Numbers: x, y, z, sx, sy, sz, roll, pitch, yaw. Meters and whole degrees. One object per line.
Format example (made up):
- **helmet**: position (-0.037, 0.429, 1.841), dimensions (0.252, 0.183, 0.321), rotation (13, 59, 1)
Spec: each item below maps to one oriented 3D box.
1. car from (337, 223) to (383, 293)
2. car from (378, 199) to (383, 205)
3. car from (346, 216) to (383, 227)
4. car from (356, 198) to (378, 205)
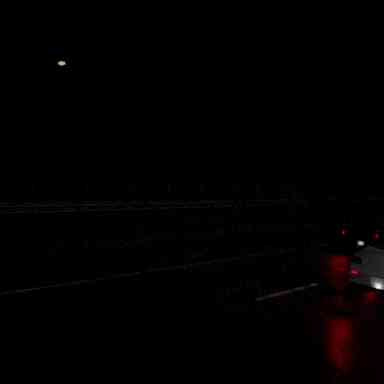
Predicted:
- **car**: position (5.461, 1.544, 7.636), dimensions (4.674, 1.442, 1.812), rotation (0, 0, -34)
- **car**: position (27.309, 1.241, 43.687), dimensions (5.566, 2.045, 2.150), rotation (-1, 0, -33)
- **car**: position (8.165, 1.636, 13.742), dimensions (4.718, 1.301, 1.895), rotation (0, 0, -35)
- **car**: position (25.150, 1.564, 46.468), dimensions (5.357, 1.411, 2.033), rotation (0, 0, -33)
